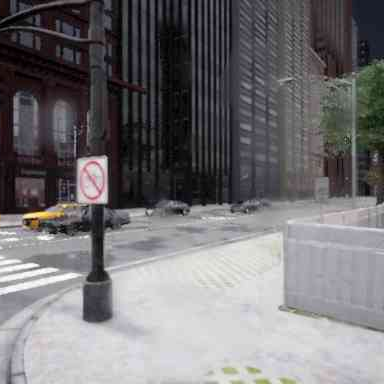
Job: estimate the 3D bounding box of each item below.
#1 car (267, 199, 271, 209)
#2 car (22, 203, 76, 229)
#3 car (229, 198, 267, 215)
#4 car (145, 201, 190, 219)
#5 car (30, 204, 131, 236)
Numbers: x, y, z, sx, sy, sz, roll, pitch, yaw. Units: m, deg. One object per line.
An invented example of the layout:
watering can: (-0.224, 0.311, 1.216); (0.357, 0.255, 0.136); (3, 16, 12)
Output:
car: (9.090, 1.530, 45.053); (2.128, 1.511, 4.902); (0, 0, 36)
car: (-8.199, 1.506, 21.270); (1.882, 1.535, 5.008); (0, 0, 36)
car: (5.692, 1.526, 34.900); (1.837, 1.490, 4.892); (0, 0, 36)
car: (-2.112, 1.523, 29.673); (2.128, 1.511, 4.902); (0, 0, 36)
car: (-5.901, 1.564, 18.902); (2.033, 1.411, 5.357); (0, 0, 36)
